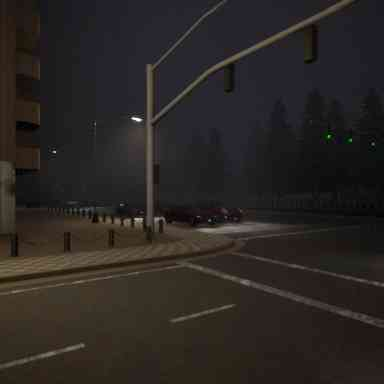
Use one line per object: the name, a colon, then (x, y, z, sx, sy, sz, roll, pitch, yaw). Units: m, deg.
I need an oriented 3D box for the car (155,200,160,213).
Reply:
car: (-3.315, 1.541, 33.747, 2.128, 1.511, 4.902, 0, 0, -36)

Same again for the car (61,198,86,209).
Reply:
car: (-16.930, 1.653, 46.728, 1.895, 1.301, 4.718, 0, 0, -35)

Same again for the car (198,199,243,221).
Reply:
car: (1.919, 1.404, 26.478, 2.097, 1.767, 4.553, 0, 0, -36)

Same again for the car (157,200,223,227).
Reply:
car: (-0.262, 1.578, 23.547, 1.812, 1.442, 4.674, 0, 0, -37)

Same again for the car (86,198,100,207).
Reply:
car: (-15.913, 1.599, 51.351, 2.033, 1.411, 5.357, 0, 0, -35)

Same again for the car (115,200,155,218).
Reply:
car: (-5.559, 1.616, 30.873, 1.994, 1.385, 4.181, 0, 0, -36)
